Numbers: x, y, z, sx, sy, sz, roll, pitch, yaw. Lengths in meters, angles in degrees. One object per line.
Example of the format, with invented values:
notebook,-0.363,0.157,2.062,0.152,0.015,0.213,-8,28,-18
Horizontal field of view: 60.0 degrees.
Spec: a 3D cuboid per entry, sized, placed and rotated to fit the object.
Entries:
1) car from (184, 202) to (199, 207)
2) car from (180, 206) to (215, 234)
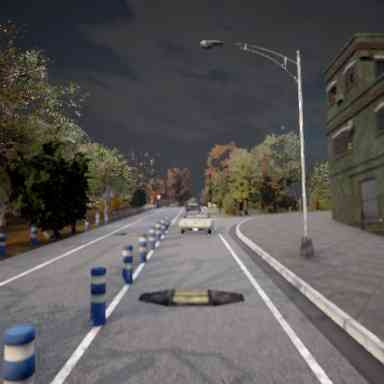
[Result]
car,0.090,2.024,40.183,1.837,1.490,4.892,0,-1,0
car,0.471,1.858,21.360,1.895,1.301,4.718,0,0,7
